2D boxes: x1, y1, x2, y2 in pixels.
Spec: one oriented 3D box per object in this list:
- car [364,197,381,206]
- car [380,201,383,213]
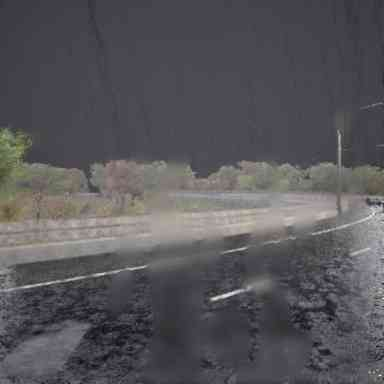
[{"bbox_3d":[30.526,1.552,56.269,2.128,1.511,4.902,0,0,18],"label":"car"},{"bbox_3d":[21.948,1.644,36.334,1.895,1.301,4.718,0,0,30],"label":"car"}]
